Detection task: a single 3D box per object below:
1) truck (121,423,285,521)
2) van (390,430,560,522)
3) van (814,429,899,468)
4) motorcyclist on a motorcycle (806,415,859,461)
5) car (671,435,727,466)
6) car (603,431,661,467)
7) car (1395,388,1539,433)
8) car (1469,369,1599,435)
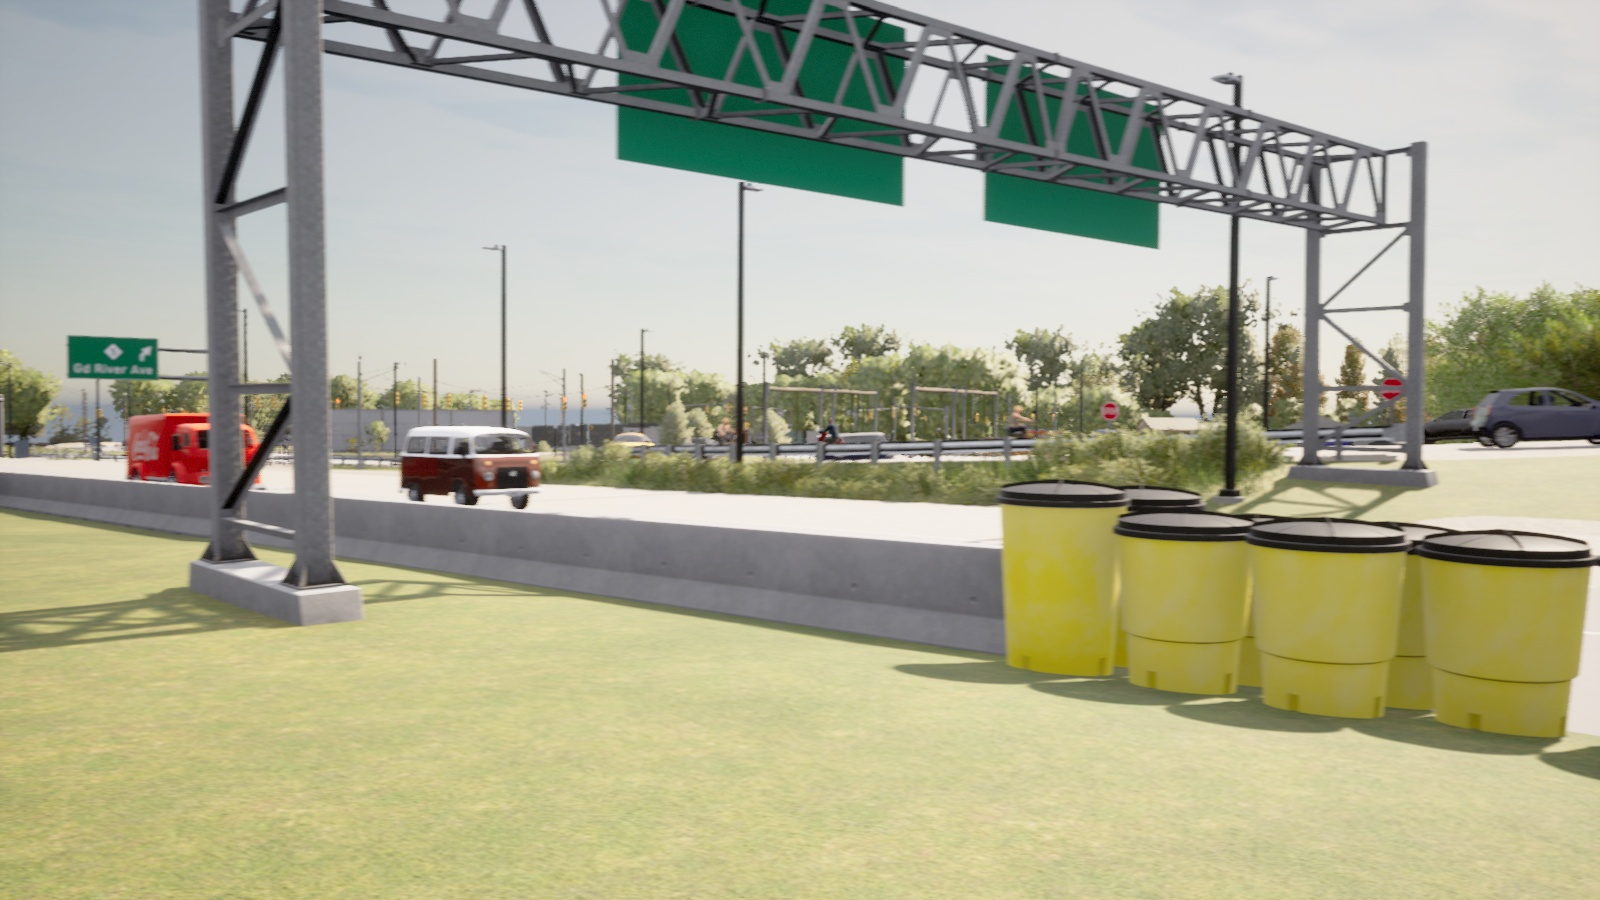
[{"bbox_3d":[-16.649,0.568,34.887,2.627,2.467,5.204,-2,1,-42],"label":"truck"},{"bbox_3d":[-7.971,0.593,30.553,2.069,2.038,4.480,-2,1,-42],"label":"van"},{"bbox_3d":[3.234,-0.066,71.854,4.442,1.987,1.775,-3,-1,15],"label":"van"},{"bbox_3d":[1.184,-0.431,46.021,0.866,1.590,1.817,-1,-2,-42],"label":"motorcyclist on a motorcycle"},{"bbox_3d":[-5.803,0.053,72.747,2.152,1.651,5.027,0,-1,8],"label":"car"},{"bbox_3d":[-7.724,0.001,58.249,1.801,1.575,5.366,-1,-1,2],"label":"car"},{"bbox_3d":[27.544,-1.604,51.953,4.792,1.488,2.163,-4,-1,41],"label":"car"},{"bbox_3d":[19.102,-1.226,31.567,3.633,1.501,1.845,-3,1,15],"label":"car"}]
